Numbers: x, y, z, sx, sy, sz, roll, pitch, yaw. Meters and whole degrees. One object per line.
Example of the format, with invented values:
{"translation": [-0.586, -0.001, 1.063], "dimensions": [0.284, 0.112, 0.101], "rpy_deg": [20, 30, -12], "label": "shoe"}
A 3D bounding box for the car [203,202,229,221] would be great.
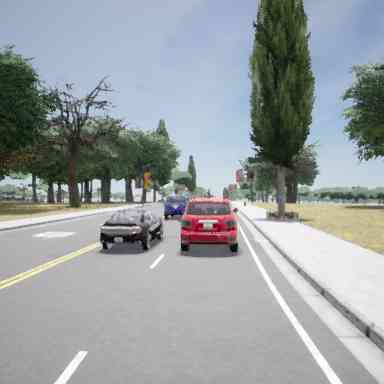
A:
{"translation": [2.139, 1.620, 29.106], "dimensions": [2.033, 1.411, 5.357], "rpy_deg": [0, 0, 5], "label": "car"}

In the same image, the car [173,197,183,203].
{"translation": [-3.270, 1.878, 77.823], "dimensions": [1.812, 1.442, 4.674], "rpy_deg": [0, -1, 5], "label": "car"}

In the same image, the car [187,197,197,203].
{"translation": [-0.033, 1.843, 77.533], "dimensions": [1.837, 1.490, 4.892], "rpy_deg": [0, -1, 5], "label": "car"}

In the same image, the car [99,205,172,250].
{"translation": [-2.442, 1.521, 14.450], "dimensions": [2.128, 1.511, 4.902], "rpy_deg": [0, 0, 5], "label": "car"}

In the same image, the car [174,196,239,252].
{"translation": [0.797, 1.273, 14.191], "dimensions": [2.150, 2.045, 5.566], "rpy_deg": [0, 0, 5], "label": "car"}

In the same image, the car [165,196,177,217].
{"translation": [-1.096, 1.325, 29.431], "dimensions": [2.150, 2.045, 5.566], "rpy_deg": [0, 0, 5], "label": "car"}
